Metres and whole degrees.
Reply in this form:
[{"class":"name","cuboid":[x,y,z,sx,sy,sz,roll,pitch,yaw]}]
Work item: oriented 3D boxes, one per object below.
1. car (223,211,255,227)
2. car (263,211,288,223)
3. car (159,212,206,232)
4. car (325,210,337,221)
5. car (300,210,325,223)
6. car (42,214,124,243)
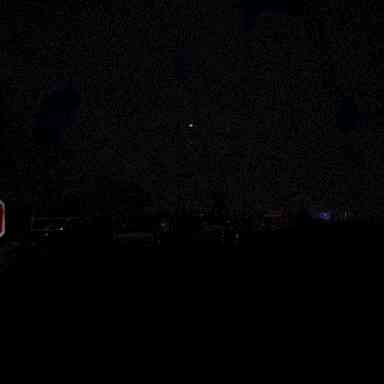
[{"class":"car","cuboid":[5.099,2.838,35.480,1.837,1.490,4.892,0,-2,36]},{"class":"car","cuboid":[10.960,3.233,43.666,1.882,1.535,5.008,0,-2,36]},{"class":"car","cuboid":[-0.690,2.418,27.361,2.128,1.511,4.902,0,-2,35]},{"class":"car","cuboid":[22.340,3.770,54.654,2.097,1.767,4.553,0,-3,37]},{"class":"car","cuboid":[16.567,3.483,46.528,2.128,1.511,4.902,0,-2,36]},{"class":"car","cuboid":[-6.249,2.039,19.616,2.128,1.511,4.902,0,-2,37]}]
